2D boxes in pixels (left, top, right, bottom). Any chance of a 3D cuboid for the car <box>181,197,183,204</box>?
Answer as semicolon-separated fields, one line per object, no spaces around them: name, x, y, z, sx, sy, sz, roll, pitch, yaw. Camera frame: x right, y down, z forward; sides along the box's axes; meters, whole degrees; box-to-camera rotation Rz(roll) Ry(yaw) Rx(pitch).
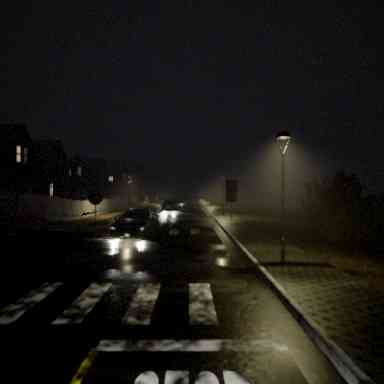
car;-2.835;1.558;66.543;1.882;1.535;5.008;0;1;0

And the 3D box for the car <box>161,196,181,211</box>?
car;-2.807;1.578;42.121;2.128;1.511;4.902;0;1;0

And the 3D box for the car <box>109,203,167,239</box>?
car;-2.843;1.579;17.833;2.033;1.411;5.357;1;0;3
